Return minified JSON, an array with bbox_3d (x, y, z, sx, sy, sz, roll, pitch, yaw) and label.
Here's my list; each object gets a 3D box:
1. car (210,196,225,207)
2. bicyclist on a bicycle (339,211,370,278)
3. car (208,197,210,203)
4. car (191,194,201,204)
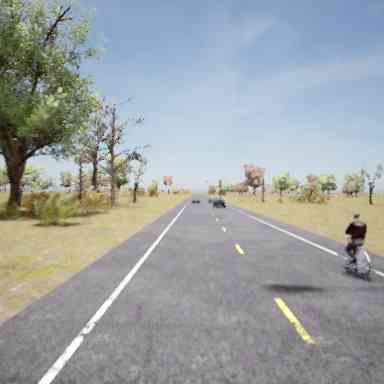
[{"bbox_3d":[4.252,1.613,53.181,1.837,1.490,4.892,1,0,1],"label":"car"},{"bbox_3d":[4.562,1.428,9.446,0.659,1.776,1.843,1,0,1],"label":"bicyclist on a bicycle"},{"bbox_3d":[4.384,1.668,71.657,2.033,1.411,5.357,1,0,1],"label":"car"},{"bbox_3d":[0.822,1.633,66.895,2.033,1.411,5.357,1,0,1],"label":"car"}]
